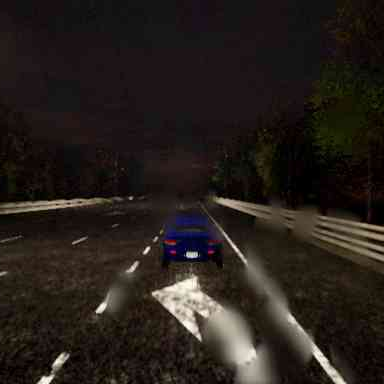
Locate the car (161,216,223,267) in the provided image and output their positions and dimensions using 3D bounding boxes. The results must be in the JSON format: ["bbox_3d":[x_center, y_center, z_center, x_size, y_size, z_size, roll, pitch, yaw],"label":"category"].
[{"bbox_3d":[0.001,1.549,11.330,1.812,1.442,4.674,0,0,0],"label":"car"}]
